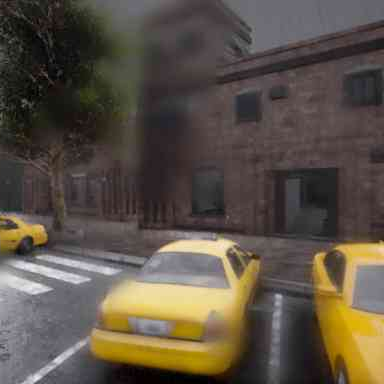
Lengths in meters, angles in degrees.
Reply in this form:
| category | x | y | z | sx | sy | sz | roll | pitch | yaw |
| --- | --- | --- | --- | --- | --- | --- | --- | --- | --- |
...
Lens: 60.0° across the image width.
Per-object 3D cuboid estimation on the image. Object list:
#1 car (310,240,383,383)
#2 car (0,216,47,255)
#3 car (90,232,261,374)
| category | x | y | z | sx | sy | sz | roll | pitch | yaw |
| --- | --- | --- | --- | --- | --- | --- | --- | --- | --- |
| car | 2.641 | 1.487 | 4.240 | 2.097 | 1.535 | 5.008 | 0 | -1 | 15 |
| car | -7.202 | 1.481 | 11.025 | 1.946 | 1.575 | 5.366 | 1 | -1 | 16 |
| car | 0.233 | 1.508 | 6.147 | 1.946 | 1.575 | 5.366 | 0 | -1 | 16 |
